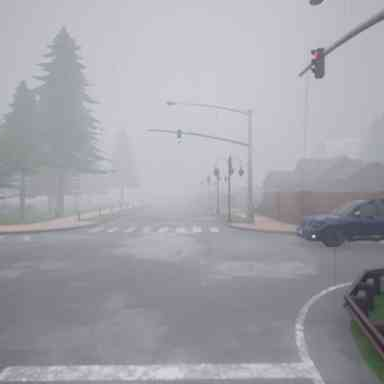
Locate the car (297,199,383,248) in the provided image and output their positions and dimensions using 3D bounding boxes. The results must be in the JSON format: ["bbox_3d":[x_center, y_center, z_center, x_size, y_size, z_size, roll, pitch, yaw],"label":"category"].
[{"bbox_3d":[7.543,1.358,14.576,5.566,2.045,2.150,-1,0,1],"label":"car"}]

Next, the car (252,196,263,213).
[{"bbox_3d":[8.805,1.332,36.083,4.605,1.855,1.932,0,0,-1],"label":"car"}]
